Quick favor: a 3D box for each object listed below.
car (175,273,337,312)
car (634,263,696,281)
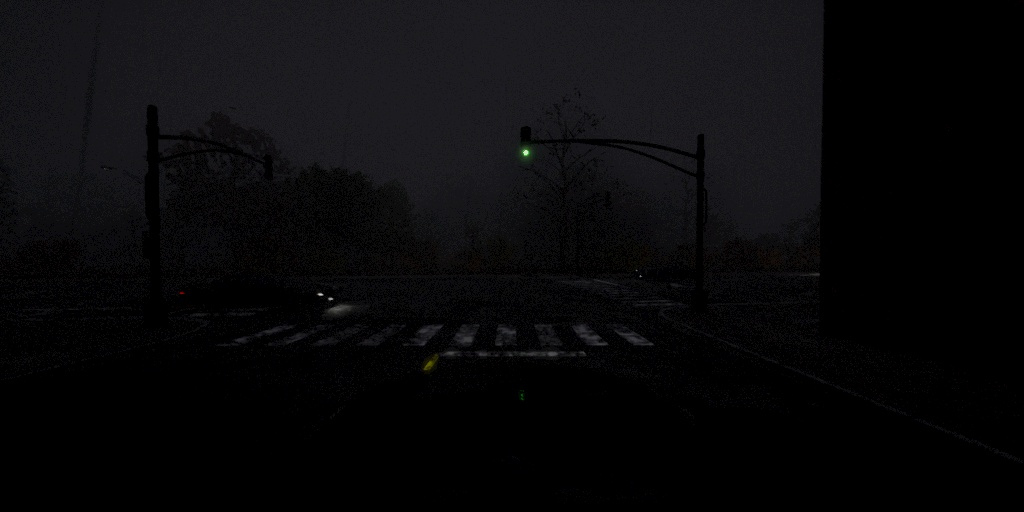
[{"bbox_3d":[-10.242,1.413,14.663,5.357,1.411,2.033,0,1,-7],"label":"car"},{"bbox_3d":[11.998,1.225,27.673,4.718,1.301,1.895,0,1,-9],"label":"car"}]
